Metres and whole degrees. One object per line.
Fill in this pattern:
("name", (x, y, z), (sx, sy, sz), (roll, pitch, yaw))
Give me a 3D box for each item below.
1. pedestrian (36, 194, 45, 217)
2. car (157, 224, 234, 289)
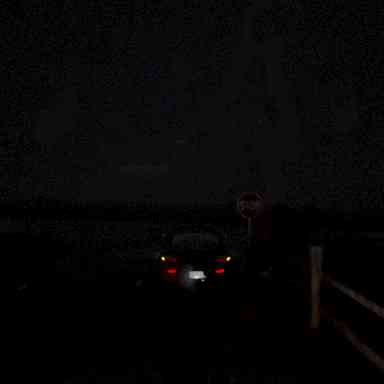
("pedestrian", (-12.027, 1.057, 26.354), (0.375, 1.860, 0.375), (0, 0, 0))
("car", (0.073, 1.617, 9.355), (1.812, 1.442, 4.674), (0, -1, 0))
